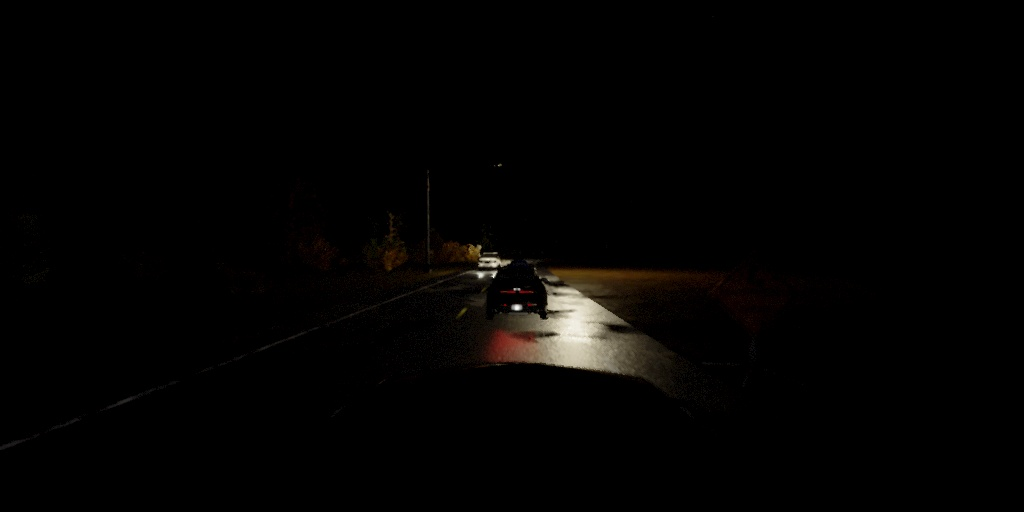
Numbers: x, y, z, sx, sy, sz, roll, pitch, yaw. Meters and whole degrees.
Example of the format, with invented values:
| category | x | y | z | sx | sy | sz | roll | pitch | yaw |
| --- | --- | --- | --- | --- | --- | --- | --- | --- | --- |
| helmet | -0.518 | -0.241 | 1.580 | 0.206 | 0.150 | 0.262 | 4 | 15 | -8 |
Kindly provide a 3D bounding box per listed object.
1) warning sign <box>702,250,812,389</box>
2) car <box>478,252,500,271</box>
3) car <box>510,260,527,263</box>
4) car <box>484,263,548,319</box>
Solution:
| category | x | y | z | sx | sy | sz | roll | pitch | yaw |
| --- | --- | --- | --- | --- | --- | --- | --- | --- | --- |
| warning sign | 3.557 | 0.835 | 5.319 | 1.300 | 1.860 | 1.060 | 0 | 0 | 0 |
| car | -2.594 | 0.593 | 42.049 | 2.150 | 2.045 | 5.566 | 0 | 1 | 3 |
| car | 0.547 | 1.028 | 28.473 | 1.812 | 1.442 | 4.674 | 0 | 1 | 2 |
| car | 0.176 | 1.157 | 12.369 | 1.837 | 1.490 | 4.892 | 0 | 0 | 1 |
